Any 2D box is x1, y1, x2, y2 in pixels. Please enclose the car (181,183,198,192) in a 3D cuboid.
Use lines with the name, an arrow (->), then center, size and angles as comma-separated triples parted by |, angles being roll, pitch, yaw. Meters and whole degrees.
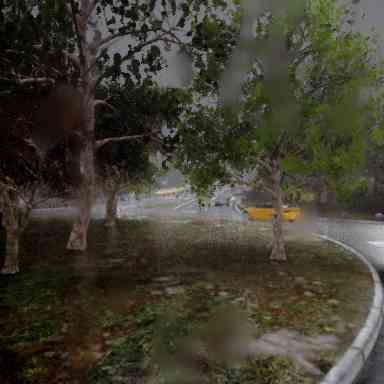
car -> -0.573, -1.166, 84.763 | 2.435, 2.045, 5.566 | 0, 3, 18

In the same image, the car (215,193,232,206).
car -> 4.364, 1.236, 47.519 | 1.994, 1.385, 4.181 | 0, 3, 8

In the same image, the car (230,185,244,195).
car -> 9.830, -0.044, 68.471 | 1.994, 1.385, 4.181 | 0, 3, 18

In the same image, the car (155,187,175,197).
car -> -5.934, 0.095, 68.829 | 1.946, 1.575, 5.366 | 0, 3, 19

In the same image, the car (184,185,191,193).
car -> -2.416, -0.570, 79.281 | 1.946, 1.575, 5.366 | 0, 3, 19

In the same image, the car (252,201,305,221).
car -> 7.327, 1.561, 28.538 | 1.994, 1.385, 4.181 | 0, 0, -34

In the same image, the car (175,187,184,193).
car -> -4.171, -0.239, 74.052 | 1.946, 1.575, 5.366 | 0, 3, 19

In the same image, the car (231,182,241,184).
car -> 11.909, -1.241, 85.122 | 1.812, 1.442, 4.674 | 0, 3, 19

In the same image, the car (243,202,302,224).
car -> 5.789, 1.476, 24.665 | 1.882, 1.535, 5.008 | 0, 0, -28

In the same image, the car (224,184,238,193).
car -> 8.551, -0.438, 75.260 | 2.033, 1.411, 5.357 | 0, 3, 19
